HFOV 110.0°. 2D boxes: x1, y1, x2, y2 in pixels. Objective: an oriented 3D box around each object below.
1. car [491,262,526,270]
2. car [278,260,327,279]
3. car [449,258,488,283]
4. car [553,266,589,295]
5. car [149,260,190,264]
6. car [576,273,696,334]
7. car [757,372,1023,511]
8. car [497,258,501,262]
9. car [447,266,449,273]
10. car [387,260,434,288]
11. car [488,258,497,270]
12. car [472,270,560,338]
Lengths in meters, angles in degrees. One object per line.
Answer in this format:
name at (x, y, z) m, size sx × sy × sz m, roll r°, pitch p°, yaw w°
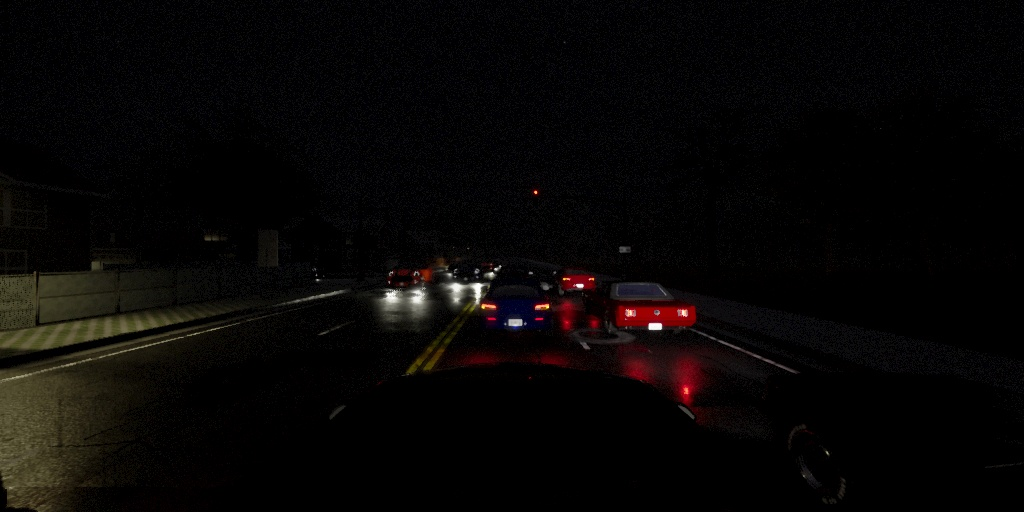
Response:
car at (0.066, 1.254, 19.324) m, size 1.837 × 1.490 × 4.892 m, roll 0°, pitch 0°, yaw 0°
car at (-18.198, 1.129, 30.372) m, size 4.553 × 1.767 × 2.097 m, roll 0°, pitch 0°, yaw 0°
car at (-3.335, 1.101, 28.190) m, size 2.097 × 1.767 × 4.553 m, roll 0°, pitch 0°, yaw 0°
car at (3.319, 1.275, 19.651) m, size 1.812 × 1.442 × 4.674 m, roll 0°, pitch 0°, yaw 0°
car at (-28.443, 1.147, 30.398) m, size 4.553 × 1.767 × 2.097 m, roll 0°, pitch 0°, yaw 0°
car at (3.340, 1.351, 10.543) m, size 1.895 × 1.301 × 4.718 m, roll 0°, pitch 0°, yaw 0°
car at (3.348, 1.351, 1.375) m, size 1.895 × 1.301 × 4.718 m, roll 0°, pitch 0°, yaw 0°
car at (-3.295, 1.291, 60.023) m, size 1.994 × 1.385 × 4.181 m, roll 0°, pitch 0°, yaw 0°
car at (-6.575, 1.288, 43.877) m, size 2.033 × 1.411 × 5.357 m, roll 0°, pitch 0°, yaw 0°
car at (-6.589, 1.101, 23.683) m, size 2.097 × 1.767 × 4.553 m, roll 0°, pitch 0°, yaw 0°
car at (-3.323, 1.092, 45.162) m, size 2.097 × 1.767 × 4.553 m, roll 0°, pitch 0°, yaw 0°
car at (0.087, 1.275, 10.062) m, size 1.812 × 1.442 × 4.674 m, roll 0°, pitch 0°, yaw 0°
